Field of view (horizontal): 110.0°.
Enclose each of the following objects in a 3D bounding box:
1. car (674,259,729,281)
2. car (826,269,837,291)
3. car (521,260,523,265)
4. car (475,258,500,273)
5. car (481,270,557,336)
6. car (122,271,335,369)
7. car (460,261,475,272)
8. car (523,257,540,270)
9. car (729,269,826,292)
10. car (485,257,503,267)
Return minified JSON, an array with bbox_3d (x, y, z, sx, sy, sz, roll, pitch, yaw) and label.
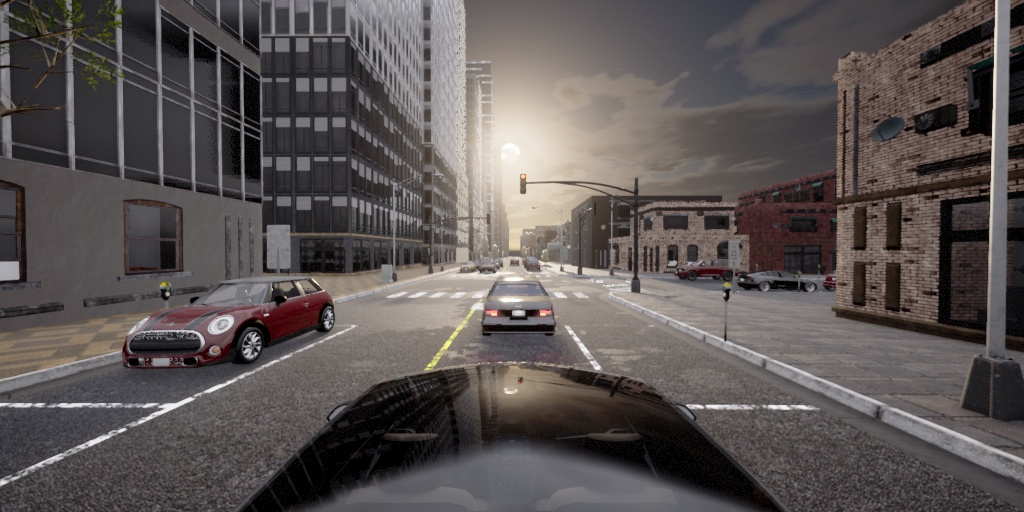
[{"bbox_3d":[16.713,1.170,30.889,5.009,1.841,2.192,0,0,1],"label":"car"},{"bbox_3d":[22.097,1.477,22.402,4.097,1.591,1.967,0,0,1],"label":"car"},{"bbox_3d":[3.099,1.065,62.553,2.192,1.841,5.009,0,0,0],"label":"car"},{"bbox_3d":[-2.821,1.297,42.717,2.033,1.411,5.357,0,0,1],"label":"car"},{"bbox_3d":[0.157,1.297,10.349,2.033,1.411,5.357,0,0,0],"label":"car"},{"bbox_3d":[-5.654,1.189,7.786,1.967,1.591,4.097,0,0,0],"label":"car"},{"bbox_3d":[-5.535,1.275,45.564,1.751,1.417,4.829,0,0,0],"label":"car"},{"bbox_3d":[3.023,1.189,51.265,1.967,1.591,4.097,0,0,0],"label":"car"},{"bbox_3d":[16.550,1.551,22.511,4.313,1.339,1.948,0,0,1],"label":"car"},{"bbox_3d":[-2.749,1.297,53.503,2.033,1.411,5.357,0,0,0],"label":"car"}]
